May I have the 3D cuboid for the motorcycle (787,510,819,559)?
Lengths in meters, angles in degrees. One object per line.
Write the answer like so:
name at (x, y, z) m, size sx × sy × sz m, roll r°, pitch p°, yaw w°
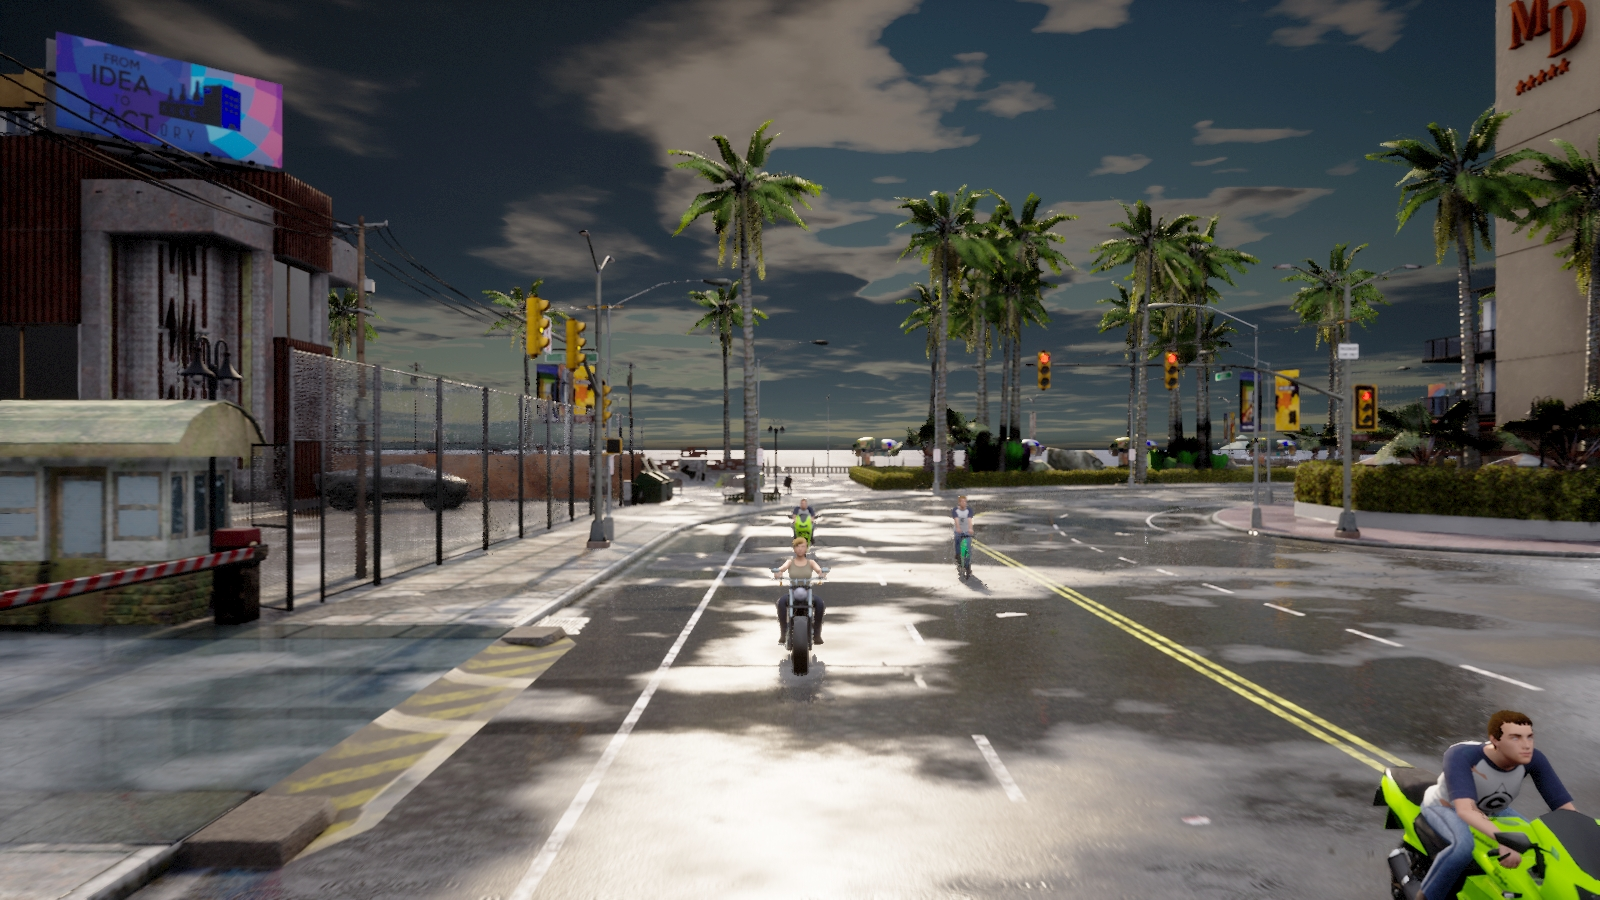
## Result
motorcycle at (0.094, 2.213, 30.181) m, size 0.803 × 1.145 × 2.033 m, roll 0°, pitch 0°, yaw 1°

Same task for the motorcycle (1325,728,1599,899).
motorcycle at (3.498, 2.213, 5.723) m, size 0.803 × 1.145 × 2.033 m, roll 0°, pitch 0°, yaw 0°

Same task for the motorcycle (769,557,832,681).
motorcycle at (0.004, 2.170, 15.088) m, size 0.764 × 1.277 × 2.356 m, roll 0°, pitch 0°, yaw 0°

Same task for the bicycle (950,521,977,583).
bicycle at (3.565, 2.206, 24.942) m, size 0.373 × 1.196 × 1.643 m, roll 0°, pitch 1°, yaw 0°
